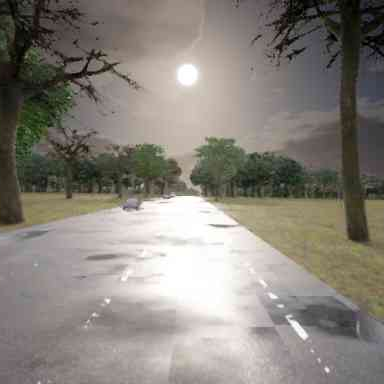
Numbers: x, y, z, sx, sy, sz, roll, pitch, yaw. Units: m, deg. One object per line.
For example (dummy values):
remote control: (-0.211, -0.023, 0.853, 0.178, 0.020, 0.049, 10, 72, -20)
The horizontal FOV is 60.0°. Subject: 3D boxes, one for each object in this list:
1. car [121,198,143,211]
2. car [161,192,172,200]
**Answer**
car: (-7.024, 1.457, 39.575, 1.812, 1.442, 4.674, 0, 0, 0)
car: (-7.066, 1.368, 89.774, 1.812, 1.442, 4.674, 0, 0, 0)
